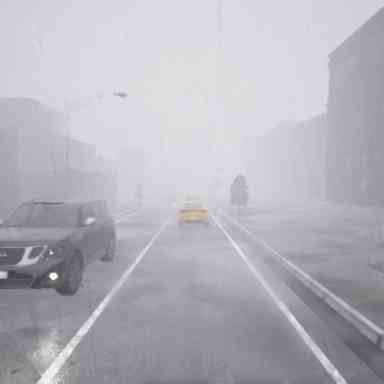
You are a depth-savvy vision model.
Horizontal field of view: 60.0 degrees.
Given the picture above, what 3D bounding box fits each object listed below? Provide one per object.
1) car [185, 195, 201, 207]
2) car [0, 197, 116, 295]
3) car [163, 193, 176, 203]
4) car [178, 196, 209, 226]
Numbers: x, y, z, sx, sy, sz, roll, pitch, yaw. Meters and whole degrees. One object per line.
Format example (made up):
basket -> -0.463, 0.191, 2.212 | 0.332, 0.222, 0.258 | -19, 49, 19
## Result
car -> 0.085, 1.154, 42.652 | 1.994, 1.385, 4.181 | 0, 1, 0
car -> -3.597, 1.186, 8.993 | 2.150, 2.045, 5.566 | 0, 0, 0
car -> -3.518, 0.955, 52.767 | 1.882, 1.535, 5.008 | 0, 1, 1
car -> 0.104, 1.316, 22.197 | 1.882, 1.535, 5.008 | 0, 1, 0
